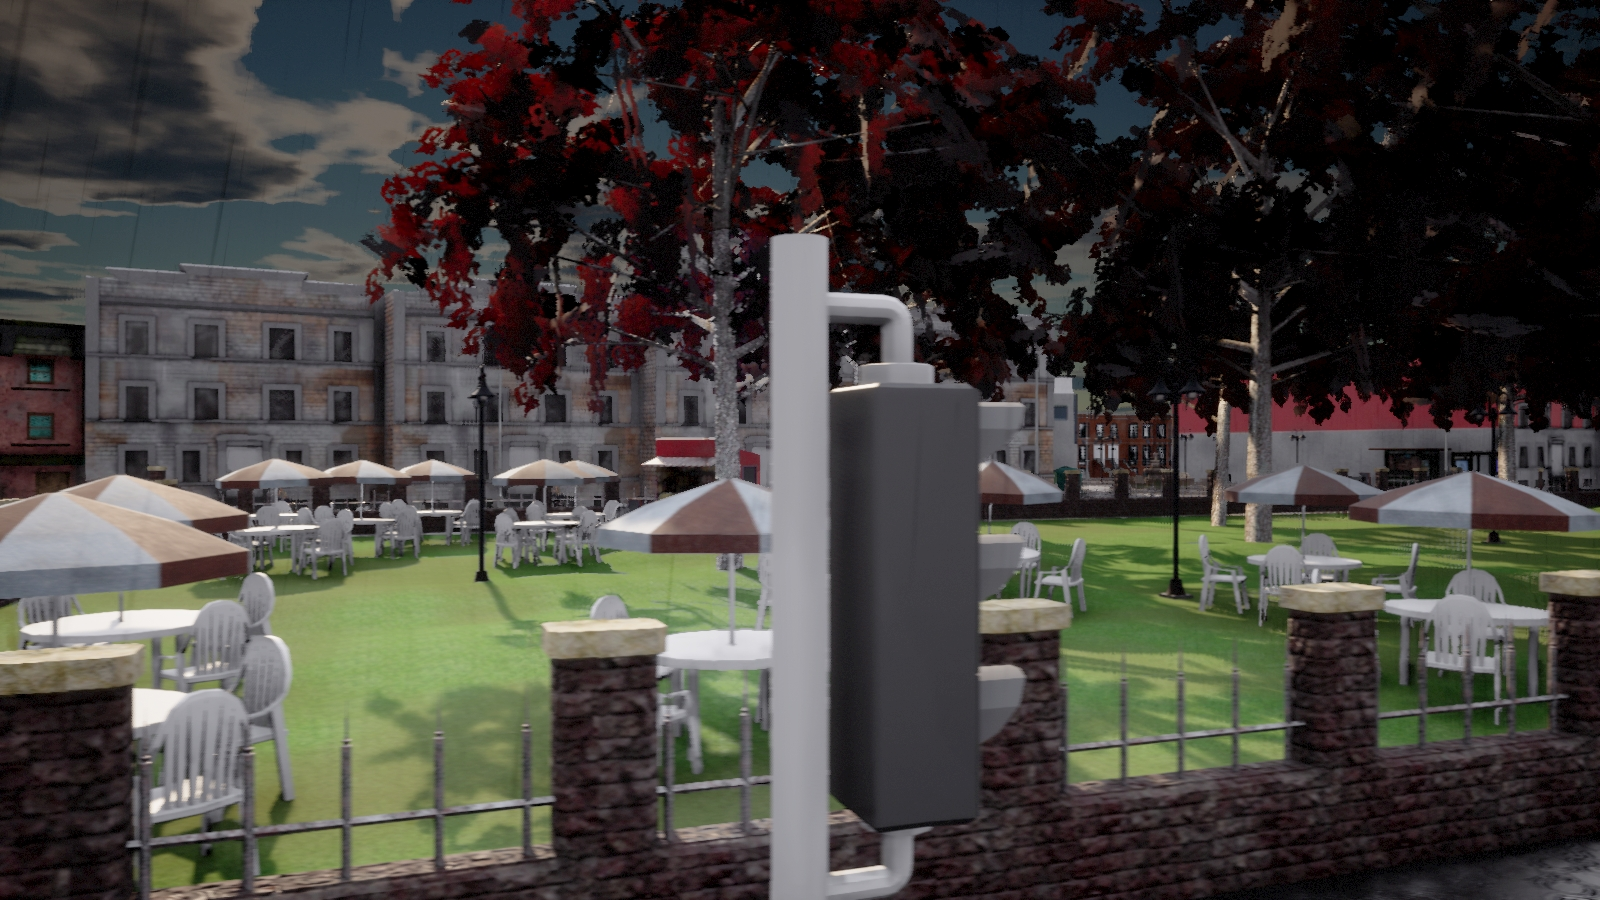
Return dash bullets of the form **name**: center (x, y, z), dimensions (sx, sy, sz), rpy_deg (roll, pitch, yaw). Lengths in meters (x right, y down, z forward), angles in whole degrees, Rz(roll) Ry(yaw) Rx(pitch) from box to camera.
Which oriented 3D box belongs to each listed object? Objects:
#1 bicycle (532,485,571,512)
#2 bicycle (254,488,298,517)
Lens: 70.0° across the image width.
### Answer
- **bicycle**: center (-10.473, 2.036, 48.155), dimensions (1.487, 1.080, 0.859), rpy_deg (0, 0, -20)
- **bicycle**: center (-20.403, 2.036, 44.525), dimensions (1.487, 1.080, 0.859), rpy_deg (0, 0, -21)
